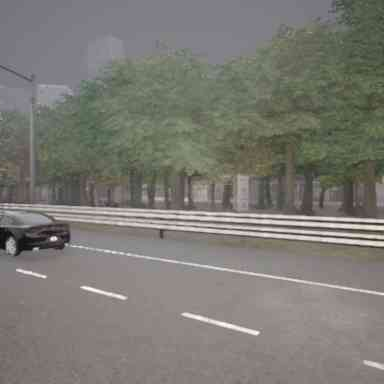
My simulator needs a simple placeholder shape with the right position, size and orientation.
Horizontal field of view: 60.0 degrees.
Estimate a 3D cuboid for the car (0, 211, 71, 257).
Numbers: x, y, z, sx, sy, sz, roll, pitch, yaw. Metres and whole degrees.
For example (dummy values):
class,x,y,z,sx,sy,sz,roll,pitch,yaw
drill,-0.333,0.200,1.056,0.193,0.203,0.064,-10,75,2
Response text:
class,x,y,z,sx,sy,sz,roll,pitch,yaw
car,-6.845,1.496,13.050,5.008,1.535,1.882,0,0,36
